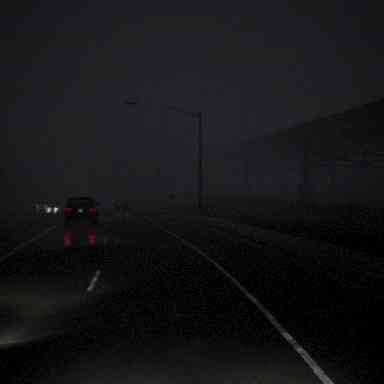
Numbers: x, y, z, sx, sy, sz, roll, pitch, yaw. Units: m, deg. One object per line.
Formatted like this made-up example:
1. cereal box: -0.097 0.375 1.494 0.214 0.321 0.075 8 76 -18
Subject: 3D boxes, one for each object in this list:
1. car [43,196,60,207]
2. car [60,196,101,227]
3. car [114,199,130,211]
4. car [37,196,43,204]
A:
1. car: -23.558 1.738 57.091 2.128 1.511 4.902 -1 0 -14
2. car: -7.954 1.330 24.323 2.150 2.045 5.566 -1 0 -14
3. car: -9.290 1.649 43.968 2.128 1.511 4.902 -1 0 -14
4. car: -29.376 1.601 66.004 1.837 1.490 4.892 -1 0 -14
